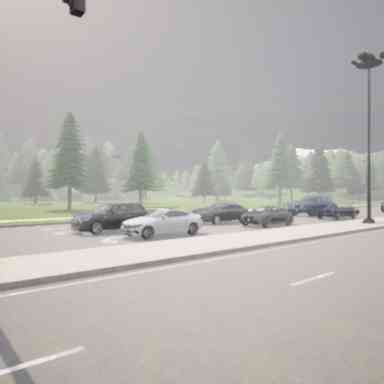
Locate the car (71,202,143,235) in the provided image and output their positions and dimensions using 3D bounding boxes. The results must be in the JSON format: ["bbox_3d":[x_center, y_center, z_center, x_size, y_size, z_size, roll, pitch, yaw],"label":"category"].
[{"bbox_3d":[-4.660,1.421,19.582,4.553,1.767,2.097,0,0,-39],"label":"car"}]

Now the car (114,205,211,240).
[{"bbox_3d":[-1.456,1.592,17.685,4.674,1.442,1.812,0,0,-39],"label":"car"}]

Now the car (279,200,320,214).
[{"bbox_3d":[12.358,1.655,38.085,4.902,1.511,2.128,0,0,-39],"label":"car"}]

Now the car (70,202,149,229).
[{"bbox_3d":[-5.676,1.560,23.278,5.008,1.535,1.882,0,0,-39],"label":"car"}]

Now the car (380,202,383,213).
[{"bbox_3d":[23.856,1.403,38.341,5.566,2.045,2.150,1,-1,-39],"label":"car"}]

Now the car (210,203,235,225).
[{"bbox_3d":[2.385,1.606,25.383,4.892,1.490,1.837,0,0,-39],"label":"car"}]

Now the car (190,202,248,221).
[{"bbox_3d":[2.502,1.666,30.010,5.357,1.411,2.033,0,0,-39],"label":"car"}]

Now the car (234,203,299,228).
[{"bbox_3d":[5.269,1.660,23.233,4.181,1.385,1.994,0,0,-40],"label":"car"}]

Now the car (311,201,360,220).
[{"bbox_3d":[12.940,1.732,29.525,4.718,1.301,1.895,0,0,-39],"label":"car"}]

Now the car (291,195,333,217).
[{"bbox_3d":[12.141,1.367,33.394,5.566,2.045,2.150,0,0,-39],"label":"car"}]
